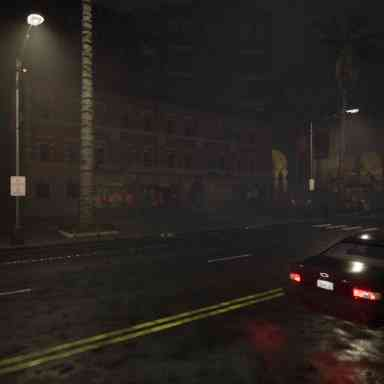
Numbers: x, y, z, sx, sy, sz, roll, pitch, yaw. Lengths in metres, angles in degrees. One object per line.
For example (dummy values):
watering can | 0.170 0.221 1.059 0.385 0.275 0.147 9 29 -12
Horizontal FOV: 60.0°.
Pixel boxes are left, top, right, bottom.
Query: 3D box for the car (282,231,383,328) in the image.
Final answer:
car | 4.192 1.547 6.852 5.357 1.411 2.033 0 0 -36
